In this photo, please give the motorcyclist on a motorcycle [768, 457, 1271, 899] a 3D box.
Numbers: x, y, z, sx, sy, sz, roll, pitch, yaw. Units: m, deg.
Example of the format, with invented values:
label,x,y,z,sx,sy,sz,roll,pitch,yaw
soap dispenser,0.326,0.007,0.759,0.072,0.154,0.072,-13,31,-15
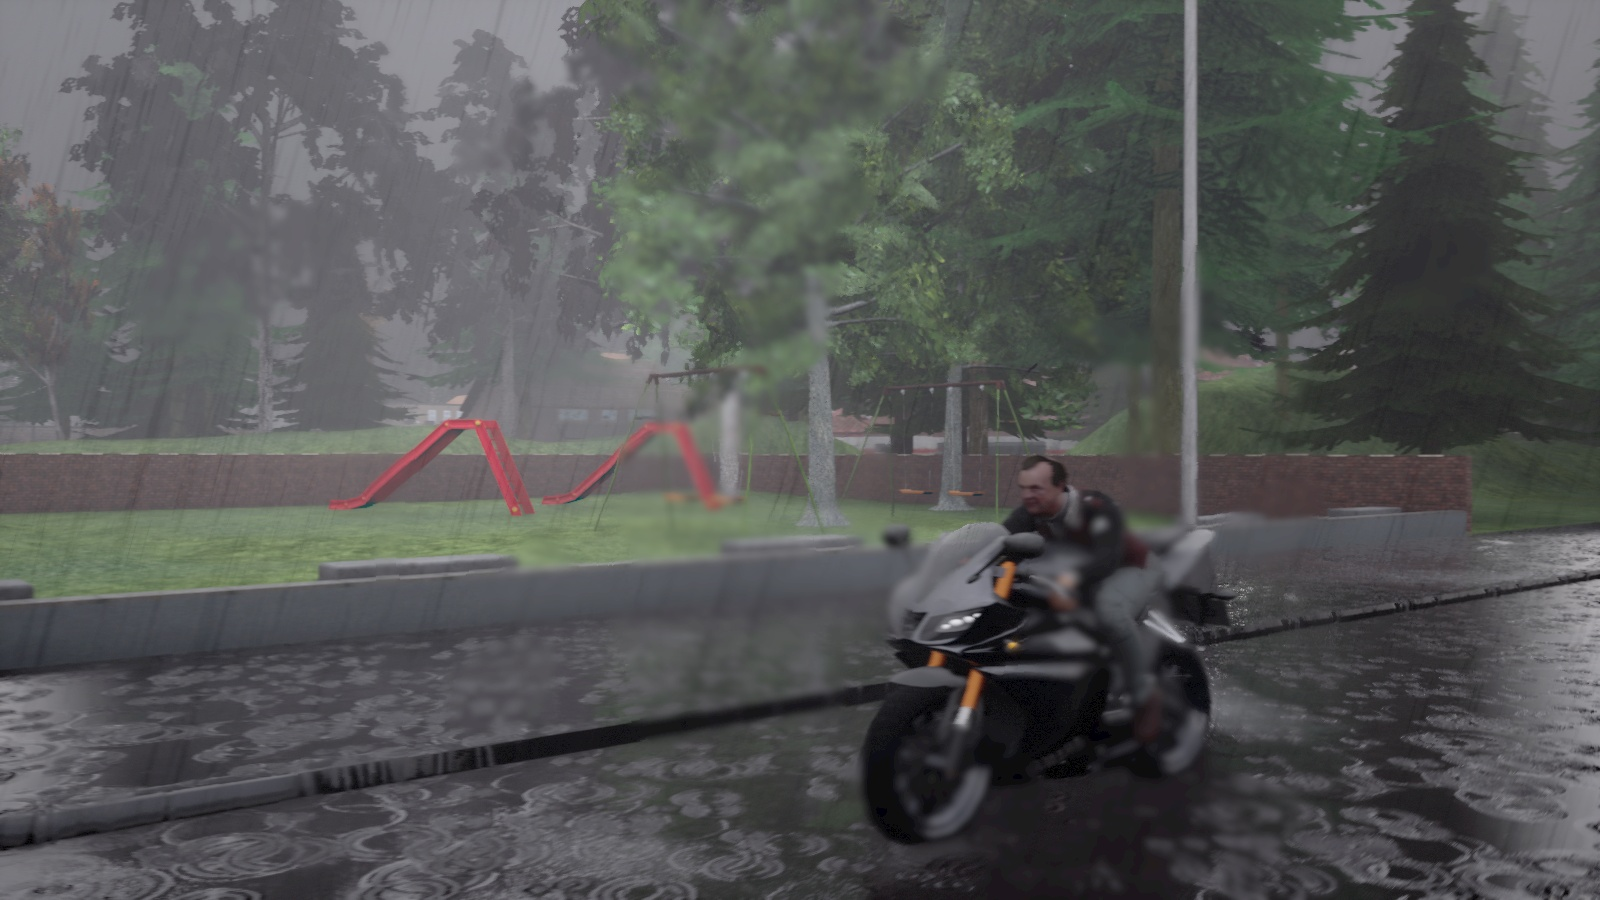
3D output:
label,x,y,z,sx,sy,sz,roll,pitch,yaw
motorcyclist on a motorcycle,0.997,0.797,5.290,2.191,1.530,0.866,0,0,-40
